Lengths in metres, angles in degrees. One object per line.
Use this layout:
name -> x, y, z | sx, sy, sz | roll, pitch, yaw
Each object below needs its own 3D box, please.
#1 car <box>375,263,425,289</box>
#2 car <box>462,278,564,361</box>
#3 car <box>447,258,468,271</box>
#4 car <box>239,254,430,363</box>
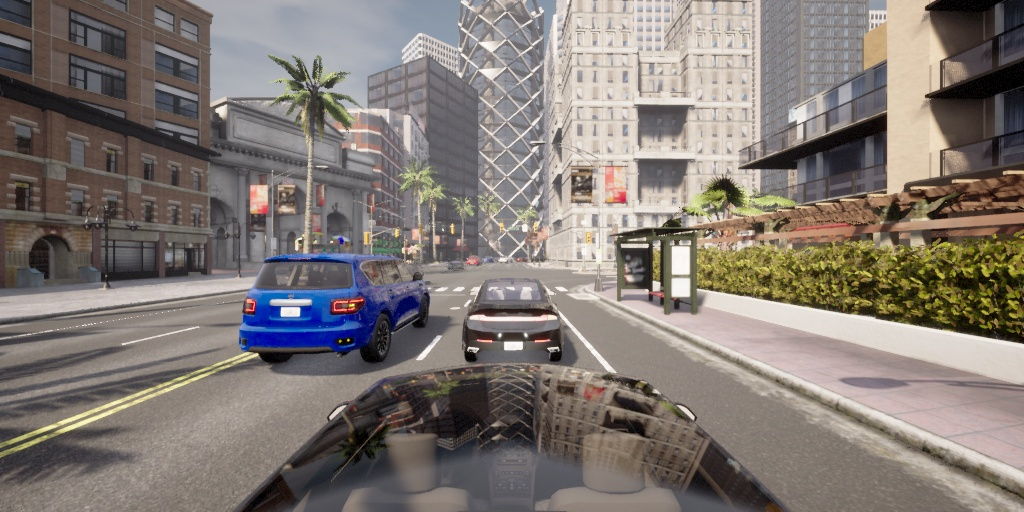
car -> -7.321, 1.255, 23.886 | 1.837, 1.490, 4.892 | 0, 0, -1
car -> 0.013, 1.242, 8.228 | 2.128, 1.511, 4.902 | 0, 0, 0
car -> -7.594, 1.314, 49.134 | 1.994, 1.385, 4.181 | 0, 0, -1
car -> -3.489, 0.971, 8.313 | 2.150, 2.045, 5.566 | 0, 0, 0
